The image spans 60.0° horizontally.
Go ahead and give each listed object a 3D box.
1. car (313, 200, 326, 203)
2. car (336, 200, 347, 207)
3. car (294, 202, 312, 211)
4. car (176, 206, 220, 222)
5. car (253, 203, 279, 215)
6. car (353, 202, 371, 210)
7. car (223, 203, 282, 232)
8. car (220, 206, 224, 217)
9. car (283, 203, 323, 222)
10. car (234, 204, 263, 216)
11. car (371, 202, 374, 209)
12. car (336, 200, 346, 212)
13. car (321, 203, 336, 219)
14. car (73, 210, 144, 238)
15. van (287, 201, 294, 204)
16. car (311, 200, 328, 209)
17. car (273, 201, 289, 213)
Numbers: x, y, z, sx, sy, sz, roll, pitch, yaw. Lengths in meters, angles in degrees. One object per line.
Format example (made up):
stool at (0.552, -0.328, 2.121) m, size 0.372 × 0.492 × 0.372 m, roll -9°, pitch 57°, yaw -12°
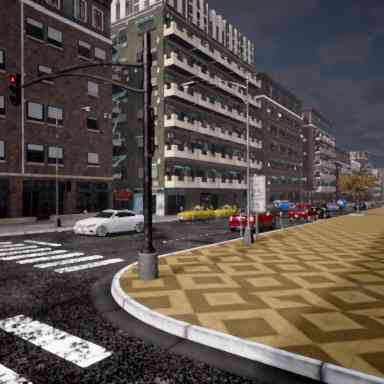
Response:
car at (17.650, 2.266, 46.058) m, size 1.837 × 1.490 × 4.892 m, roll -1°, pitch -1°, yaw 35°
car at (39.198, 2.881, 87.141) m, size 1.690 × 1.788 × 3.998 m, roll -2°, pitch -2°, yaw 35°
car at (19.913, 2.552, 59.390) m, size 1.887 × 1.381 × 4.507 m, roll -2°, pitch -2°, yaw 35°
car at (0.432, 2.001, 31.444) m, size 1.752 × 1.417 × 4.829 m, roll -2°, pitch -2°, yaw 35°
car at (10.221, 2.287, 45.486) m, size 1.887 × 1.381 × 4.507 m, roll -2°, pitch -2°, yaw 35°
car at (29.967, 2.582, 59.273) m, size 1.947 × 1.339 × 4.313 m, roll -2°, pitch -2°, yaw 35°
car at (4.121, 1.750, 22.201) m, size 1.967 × 1.590 × 4.097 m, roll -2°, pitch -2°, yaw 35°
car at (3.663, 2.089, 36.077) m, size 1.752 × 1.417 × 4.829 m, roll -2°, pitch -2°, yaw 35°
car at (10.583, 2.031, 31.467) m, size 1.887 × 1.381 × 4.507 m, roll -2°, pitch -2°, yaw 35°
car at (6.991, 2.220, 40.851) m, size 1.947 × 1.339 × 4.313 m, roll -2°, pitch -2°, yaw 35°
car at (36.428, 2.744, 68.542) m, size 2.008 × 1.369 × 4.403 m, roll -2°, pitch -2°, yaw 35°
car at (23.454, 2.467, 54.398) m, size 2.033 × 1.411 × 5.357 m, roll -1°, pitch -1°, yaw 36°
car at (13.814, 2.140, 36.101) m, size 1.947 × 1.339 × 4.313 m, roll -2°, pitch -2°, yaw 35°
car at (-4.678, 1.780, 19.615) m, size 1.812 × 1.442 × 4.674 m, roll -1°, pitch -1°, yaw 35°
van at (13.450, 2.172, 50.126) m, size 1.690 × 1.788 × 3.998 m, roll -2°, pitch -2°, yaw 35°
car at (26.372, 2.500, 68.665) m, size 2.192 × 1.841 × 5.009 m, roll -2°, pitch -2°, yaw 35°
car at (9.285, 2.182, 39.622) m, size 2.033 × 1.411 × 5.357 m, roll -1°, pitch -1°, yaw 35°
